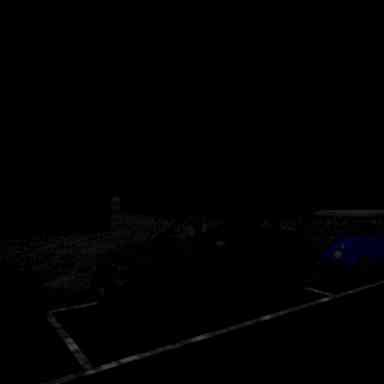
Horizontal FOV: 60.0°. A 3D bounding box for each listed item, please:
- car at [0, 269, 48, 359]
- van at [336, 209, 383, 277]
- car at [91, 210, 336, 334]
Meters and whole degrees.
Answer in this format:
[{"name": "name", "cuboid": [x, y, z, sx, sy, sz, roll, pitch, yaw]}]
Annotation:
[{"name": "car", "cuboid": [-4.032, 1.539, 3.771, 4.403, 1.369, 2.008, 1, 0, -35]}, {"name": "van", "cuboid": [5.107, 1.435, 10.279, 3.998, 1.788, 1.690, 1, 0, -35]}, {"name": "car", "cuboid": [0.539, 1.356, 7.026, 5.009, 1.841, 2.192, 1, 0, -35]}]
